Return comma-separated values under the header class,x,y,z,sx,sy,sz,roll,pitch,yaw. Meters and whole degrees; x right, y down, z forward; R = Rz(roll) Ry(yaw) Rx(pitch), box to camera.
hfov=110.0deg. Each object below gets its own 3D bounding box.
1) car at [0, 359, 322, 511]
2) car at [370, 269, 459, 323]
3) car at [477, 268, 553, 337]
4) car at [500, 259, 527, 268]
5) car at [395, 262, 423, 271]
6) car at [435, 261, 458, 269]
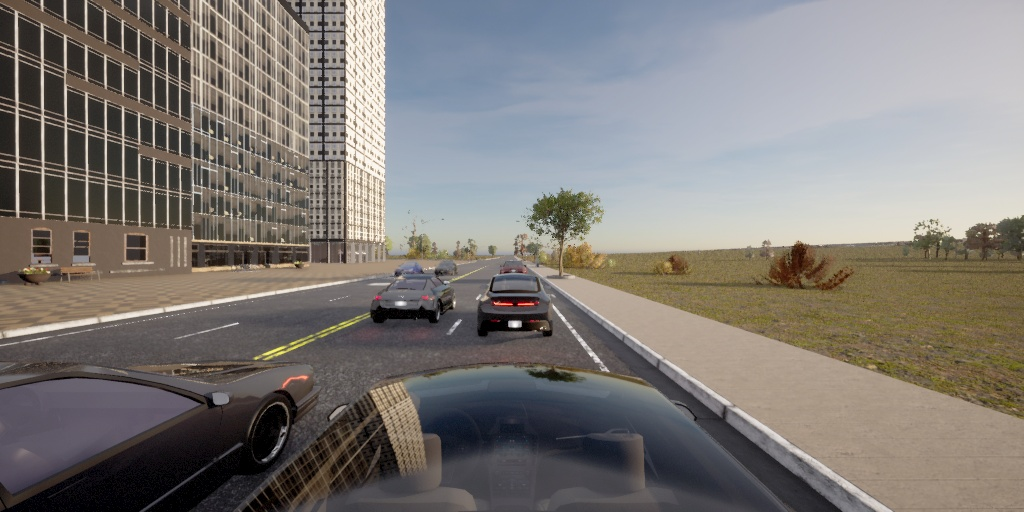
class,x,y,z,sx,sy,sz,roll,pitch,yaw
car,-3.148,1.297,1.720,2.033,1.411,5.357,0,0,0
car,-3.143,1.313,12.128,1.994,1.385,4.181,0,0,0
car,0.100,1.254,10.330,1.837,1.490,4.892,0,0,1
car,0.113,1.100,28.348,2.097,1.767,4.553,0,0,0
car,-9.820,1.272,34.518,1.812,1.442,4.674,0,0,0
car,-6.582,1.251,36.309,1.837,1.490,4.892,0,0,0
